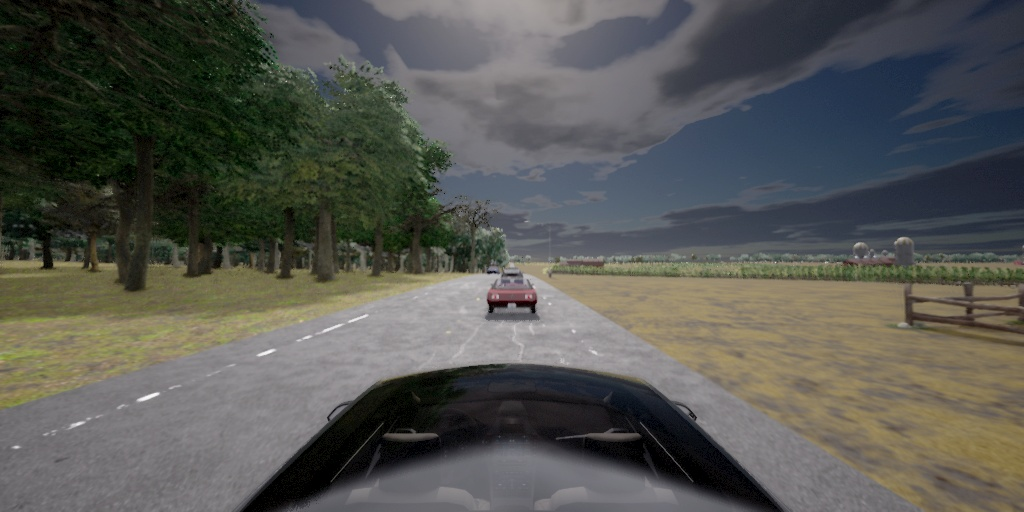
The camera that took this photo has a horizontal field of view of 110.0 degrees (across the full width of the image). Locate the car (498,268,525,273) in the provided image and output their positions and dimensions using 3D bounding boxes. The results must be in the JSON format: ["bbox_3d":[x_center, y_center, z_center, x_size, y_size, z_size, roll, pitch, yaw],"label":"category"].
[{"bbox_3d":[0.014,1.728,30.394,1.837,1.490,4.892,0,-1,0],"label":"car"}]

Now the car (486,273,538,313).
[{"bbox_3d":[0.016,1.541,15.148,1.895,1.301,4.718,0,-1,0],"label":"car"}]
